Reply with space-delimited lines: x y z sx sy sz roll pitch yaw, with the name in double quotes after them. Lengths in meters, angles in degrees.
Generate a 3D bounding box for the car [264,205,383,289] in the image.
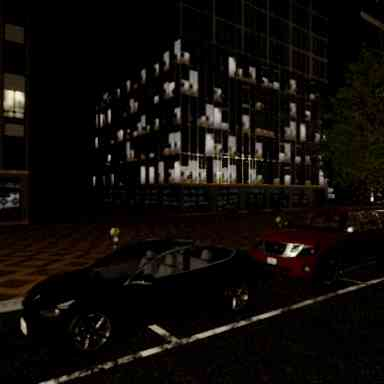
3.951 1.320 9.377 5.009 1.841 2.192 0 0 -36 "car"

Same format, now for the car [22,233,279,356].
-0.663 1.568 6.086 4.313 1.339 1.947 0 0 -36 "car"
